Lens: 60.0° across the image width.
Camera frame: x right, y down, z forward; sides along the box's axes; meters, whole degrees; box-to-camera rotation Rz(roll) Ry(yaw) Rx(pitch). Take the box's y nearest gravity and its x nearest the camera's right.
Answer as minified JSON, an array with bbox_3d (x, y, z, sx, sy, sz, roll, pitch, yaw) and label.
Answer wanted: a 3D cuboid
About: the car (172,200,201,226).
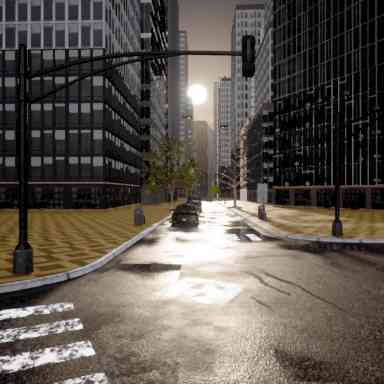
[{"bbox_3d":[-0.447,1.654,25.421,1.882,1.535,5.008,0,0,2],"label":"car"}]

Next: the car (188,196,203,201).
[{"bbox_3d":[0.280,1.554,46.287,2.150,2.045,5.566,0,0,2],"label":"car"}]

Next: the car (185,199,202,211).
[{"bbox_3d":[-0.090,1.777,35.634,1.812,1.442,4.674,0,0,2],"label":"car"}]
